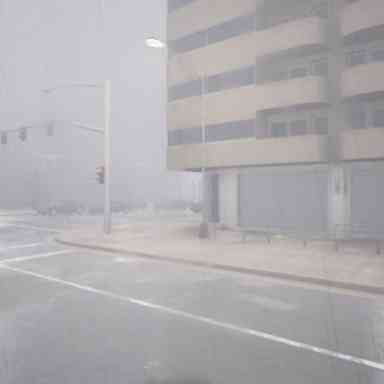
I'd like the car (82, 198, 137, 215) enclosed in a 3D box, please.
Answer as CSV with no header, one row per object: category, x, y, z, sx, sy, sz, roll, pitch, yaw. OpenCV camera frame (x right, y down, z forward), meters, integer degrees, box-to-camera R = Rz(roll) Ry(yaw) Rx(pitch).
car,-8.274,1.515,33.832,1.837,1.490,4.892,0,0,36

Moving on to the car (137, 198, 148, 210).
car,-7.525,1.516,40.796,1.837,1.490,4.892,0,0,36

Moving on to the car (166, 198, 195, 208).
car,-1.651,1.576,48.834,1.994,1.385,4.181,0,0,36

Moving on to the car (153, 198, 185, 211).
car,-2.704,1.488,41.464,1.882,1.535,5.008,0,0,36

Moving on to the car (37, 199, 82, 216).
car,-12.984,1.516,33.317,1.837,1.490,4.892,0,0,36

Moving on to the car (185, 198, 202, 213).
car,1.934,1.555,35.608,2.033,1.411,5.357,0,0,36
